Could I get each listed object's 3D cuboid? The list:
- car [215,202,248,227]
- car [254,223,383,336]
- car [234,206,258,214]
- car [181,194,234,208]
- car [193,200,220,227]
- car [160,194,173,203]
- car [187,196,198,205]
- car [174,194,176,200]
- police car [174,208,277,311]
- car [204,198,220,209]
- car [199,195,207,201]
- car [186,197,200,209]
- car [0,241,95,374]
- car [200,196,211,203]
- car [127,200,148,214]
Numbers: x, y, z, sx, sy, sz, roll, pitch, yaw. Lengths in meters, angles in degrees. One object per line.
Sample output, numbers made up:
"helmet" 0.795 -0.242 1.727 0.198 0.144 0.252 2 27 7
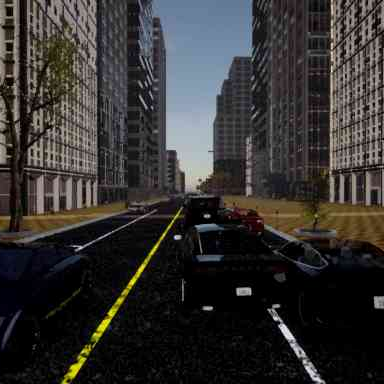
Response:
"car" 2.724 1.530 23.786 1.752 1.417 4.829 -1 0 0
"car" 2.695 1.568 6.688 1.947 1.339 4.313 -1 0 0
"car" 2.714 1.549 17.973 1.887 1.381 4.507 -1 0 0
"car" 0.697 1.219 17.973 2.150 2.045 5.566 -1 0 0
"car" 0.942 1.460 24.142 1.801 1.575 5.366 0 0 0
"car" -5.580 1.528 68.584 1.752 1.417 4.829 -1 0 0
"car" 0.107 1.552 62.002 2.033 1.411 5.357 0 0 0
"car" -5.554 1.313 85.678 2.192 1.841 5.009 -1 0 0
"police car" 0.621 1.427 8.020 1.930 1.638 5.238 0 0 -5
"car" 2.762 1.550 46.188 1.887 1.381 4.507 -1 0 0
"car" 2.830 1.548 85.687 2.008 1.369 4.403 -1 0 0
"car" 0.130 1.483 46.558 1.882 1.535 5.008 0 0 1
"car" -3.090 1.565 5.524 1.994 1.385 4.181 0 0 0
"car" 2.801 1.554 68.758 2.008 1.369 4.403 -1 0 0
"car" -5.638 1.556 34.905 2.008 1.369 4.403 -1 0 0
